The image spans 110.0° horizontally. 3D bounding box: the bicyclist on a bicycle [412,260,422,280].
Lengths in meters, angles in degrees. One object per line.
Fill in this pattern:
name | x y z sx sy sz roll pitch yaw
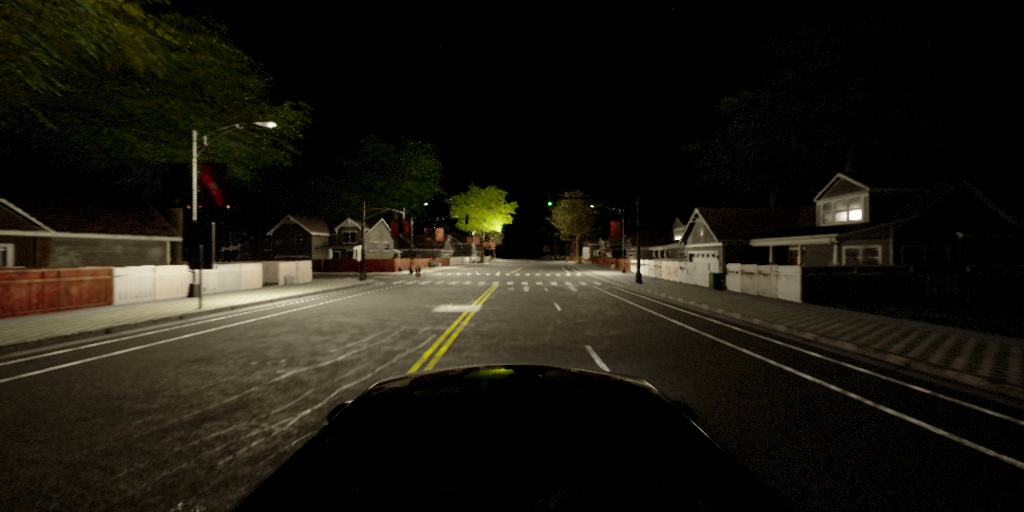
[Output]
bicyclist on a bicycle | -7.866 1.168 29.969 0.866 1.612 1.509 0 0 4
